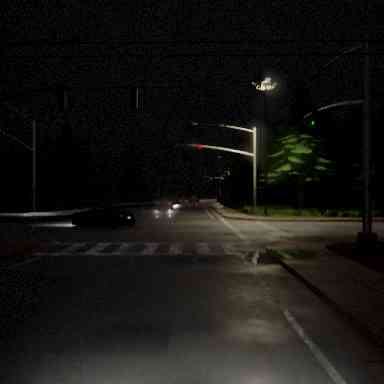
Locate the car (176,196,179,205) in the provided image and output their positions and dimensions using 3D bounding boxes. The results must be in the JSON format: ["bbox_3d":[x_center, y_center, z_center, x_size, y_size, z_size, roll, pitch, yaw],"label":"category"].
[{"bbox_3d":[-3.388,1.503,61.055,2.128,1.511,4.902,0,0,2],"label":"car"}]

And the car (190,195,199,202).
[{"bbox_3d":[0.683,1.444,76.073,1.837,1.490,4.892,0,0,2],"label":"car"}]

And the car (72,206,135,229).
[{"bbox_3d":[-5.807,1.597,21.800,4.181,1.385,1.994,0,0,25],"label":"car"}]

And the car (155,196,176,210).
[{"bbox_3d":[-3.575,1.362,43.316,2.097,1.767,4.553,0,0,0],"label":"car"}]

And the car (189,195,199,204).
[{"bbox_3d":[0.358,1.528,65.766,1.812,1.442,4.674,0,0,2],"label":"car"}]
